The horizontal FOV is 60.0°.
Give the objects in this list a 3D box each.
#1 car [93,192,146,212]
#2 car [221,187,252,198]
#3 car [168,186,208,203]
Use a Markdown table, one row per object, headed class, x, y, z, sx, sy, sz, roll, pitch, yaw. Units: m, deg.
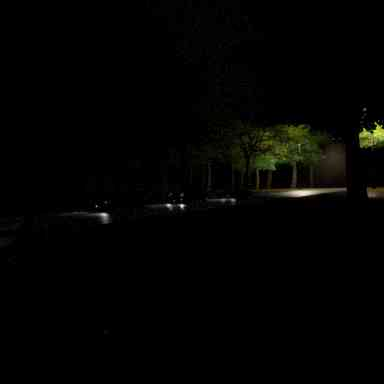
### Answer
| class | x | y | z | sx | sy | sz | roll | pitch | yaw |
| --- | --- | --- | --- | --- | --- | --- | --- | --- | --- |
| car | -5.801 | 0.718 | 27.119 | 1.812 | 1.442 | 4.674 | -1 | 2 | 39 |
| car | 5.678 | 0.061 | 41.995 | 1.895 | 1.301 | 4.718 | -1 | 2 | 38 |
| car | -0.378 | 0.193 | 34.159 | 2.097 | 1.767 | 4.553 | -1 | 2 | 38 |
